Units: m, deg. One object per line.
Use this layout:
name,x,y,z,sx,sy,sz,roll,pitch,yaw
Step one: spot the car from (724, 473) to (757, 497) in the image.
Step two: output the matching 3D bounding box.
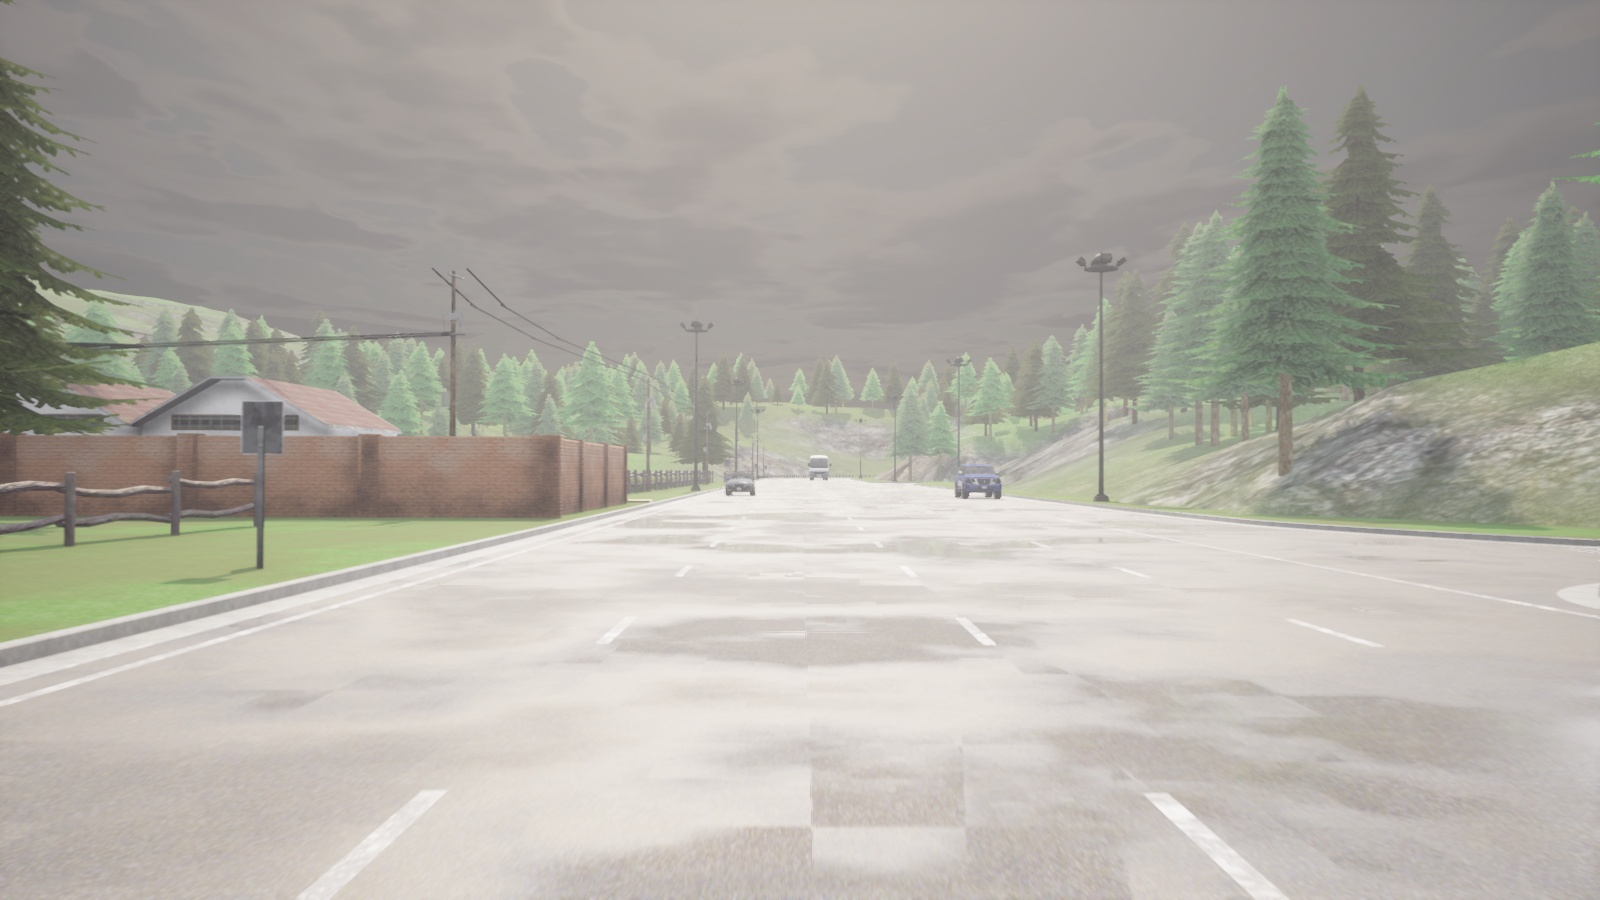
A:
car,-3.678,2.153,78.247,1.816,1.474,4.193,0,-1,0

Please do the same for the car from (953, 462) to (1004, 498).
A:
car,10.333,1.713,72.994,2.150,2.045,5.566,0,-1,0
